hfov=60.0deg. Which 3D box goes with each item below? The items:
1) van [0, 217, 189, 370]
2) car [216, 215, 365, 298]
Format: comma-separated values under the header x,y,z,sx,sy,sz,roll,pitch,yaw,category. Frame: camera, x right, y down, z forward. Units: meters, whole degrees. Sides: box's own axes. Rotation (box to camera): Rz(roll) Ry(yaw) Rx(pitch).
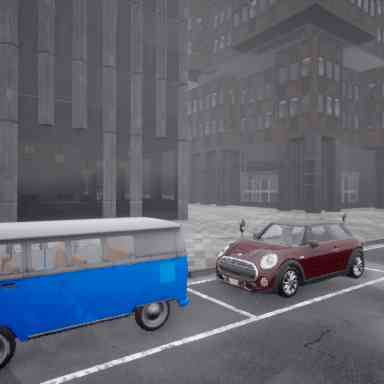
x,y,z,sx,sy,sz,roll,pitch,yaw,category
-1.962,1.341,5.247,3.998,1.788,1.690,0,0,-35,van
2.539,1.441,8.450,4.097,1.590,1.967,0,0,-35,car
